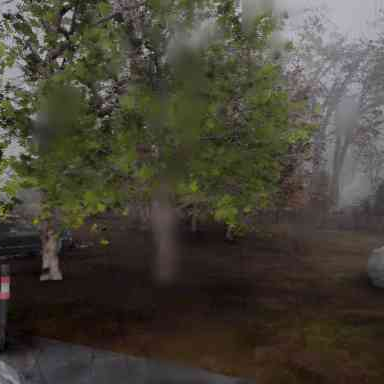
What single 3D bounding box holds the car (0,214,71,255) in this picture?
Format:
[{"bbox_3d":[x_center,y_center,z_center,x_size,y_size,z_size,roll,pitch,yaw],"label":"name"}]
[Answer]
[{"bbox_3d":[-6.593,1.482,11.461,2.231,1.521,4.892,0,0,37],"label":"car"}]
